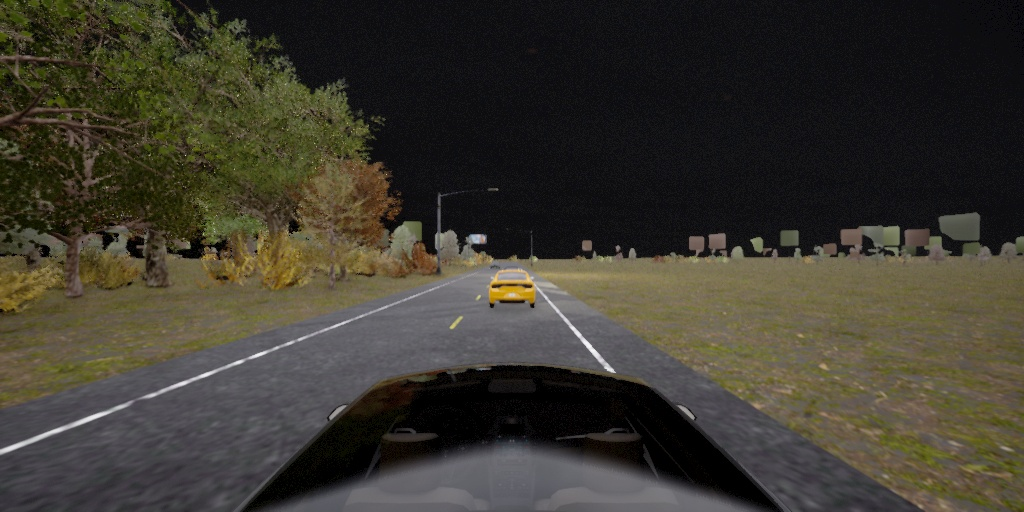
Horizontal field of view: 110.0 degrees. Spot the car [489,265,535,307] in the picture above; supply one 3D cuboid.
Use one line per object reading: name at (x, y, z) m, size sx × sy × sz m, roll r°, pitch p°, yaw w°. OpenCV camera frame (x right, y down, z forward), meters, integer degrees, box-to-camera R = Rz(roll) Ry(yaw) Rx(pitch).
car at (0.012, 1.364, 16.324) m, size 1.882 × 1.535 × 5.008 m, roll 0°, pitch 0°, yaw 0°
